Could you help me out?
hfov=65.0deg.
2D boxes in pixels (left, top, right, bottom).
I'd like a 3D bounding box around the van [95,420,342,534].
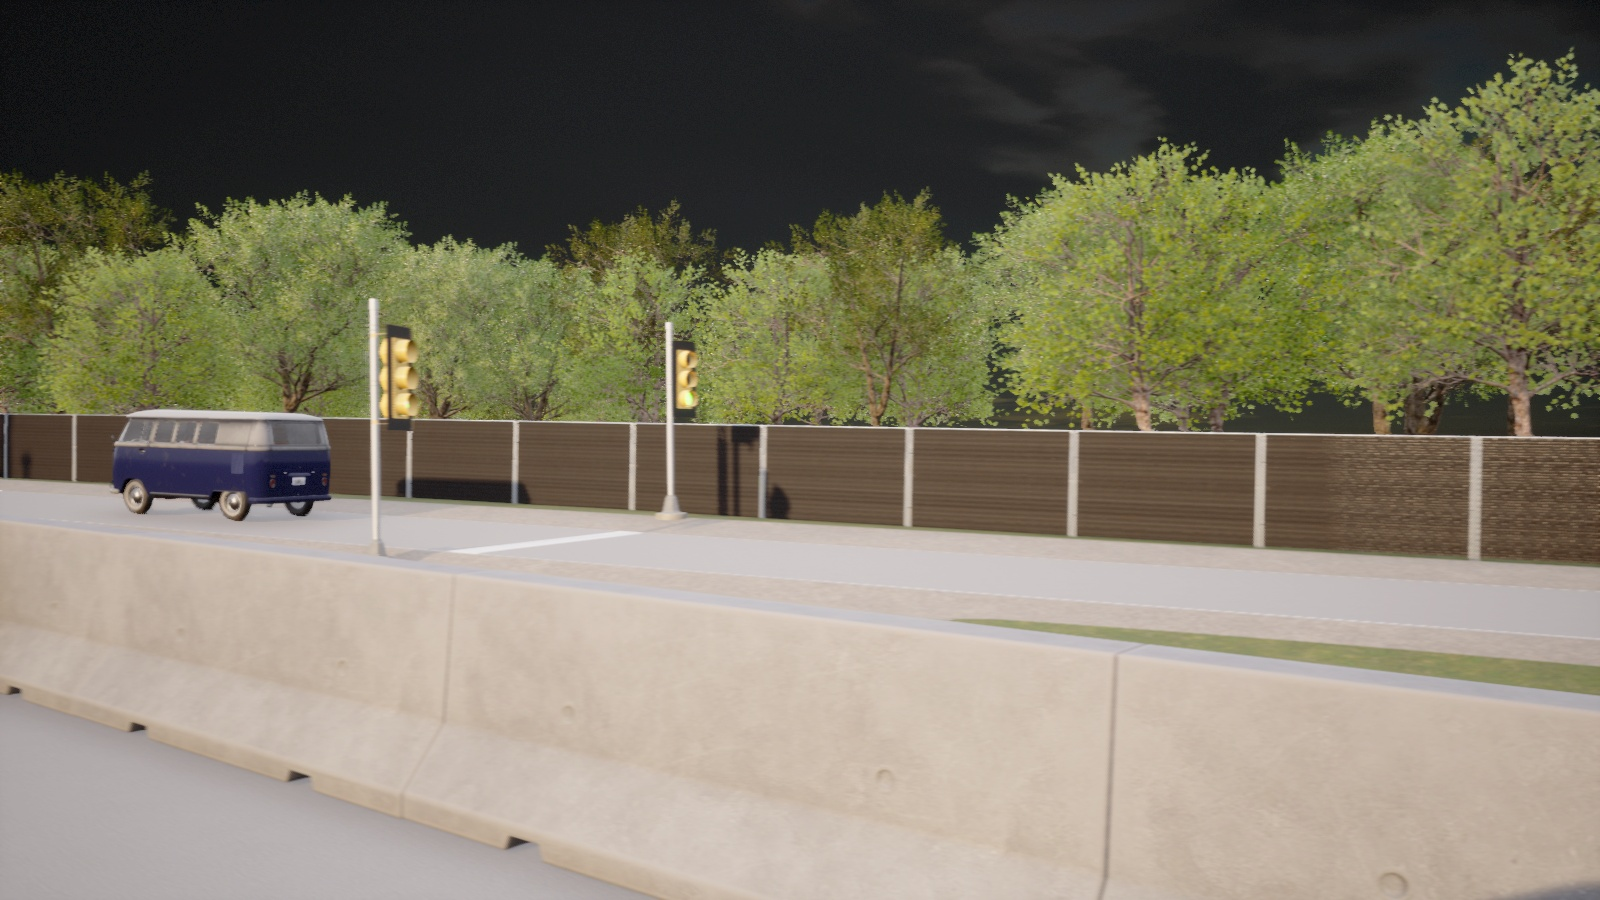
[{"bbox_3d":[-10.953,0.442,23.643,4.442,1.987,1.775,1,1,25],"label":"van"}]
